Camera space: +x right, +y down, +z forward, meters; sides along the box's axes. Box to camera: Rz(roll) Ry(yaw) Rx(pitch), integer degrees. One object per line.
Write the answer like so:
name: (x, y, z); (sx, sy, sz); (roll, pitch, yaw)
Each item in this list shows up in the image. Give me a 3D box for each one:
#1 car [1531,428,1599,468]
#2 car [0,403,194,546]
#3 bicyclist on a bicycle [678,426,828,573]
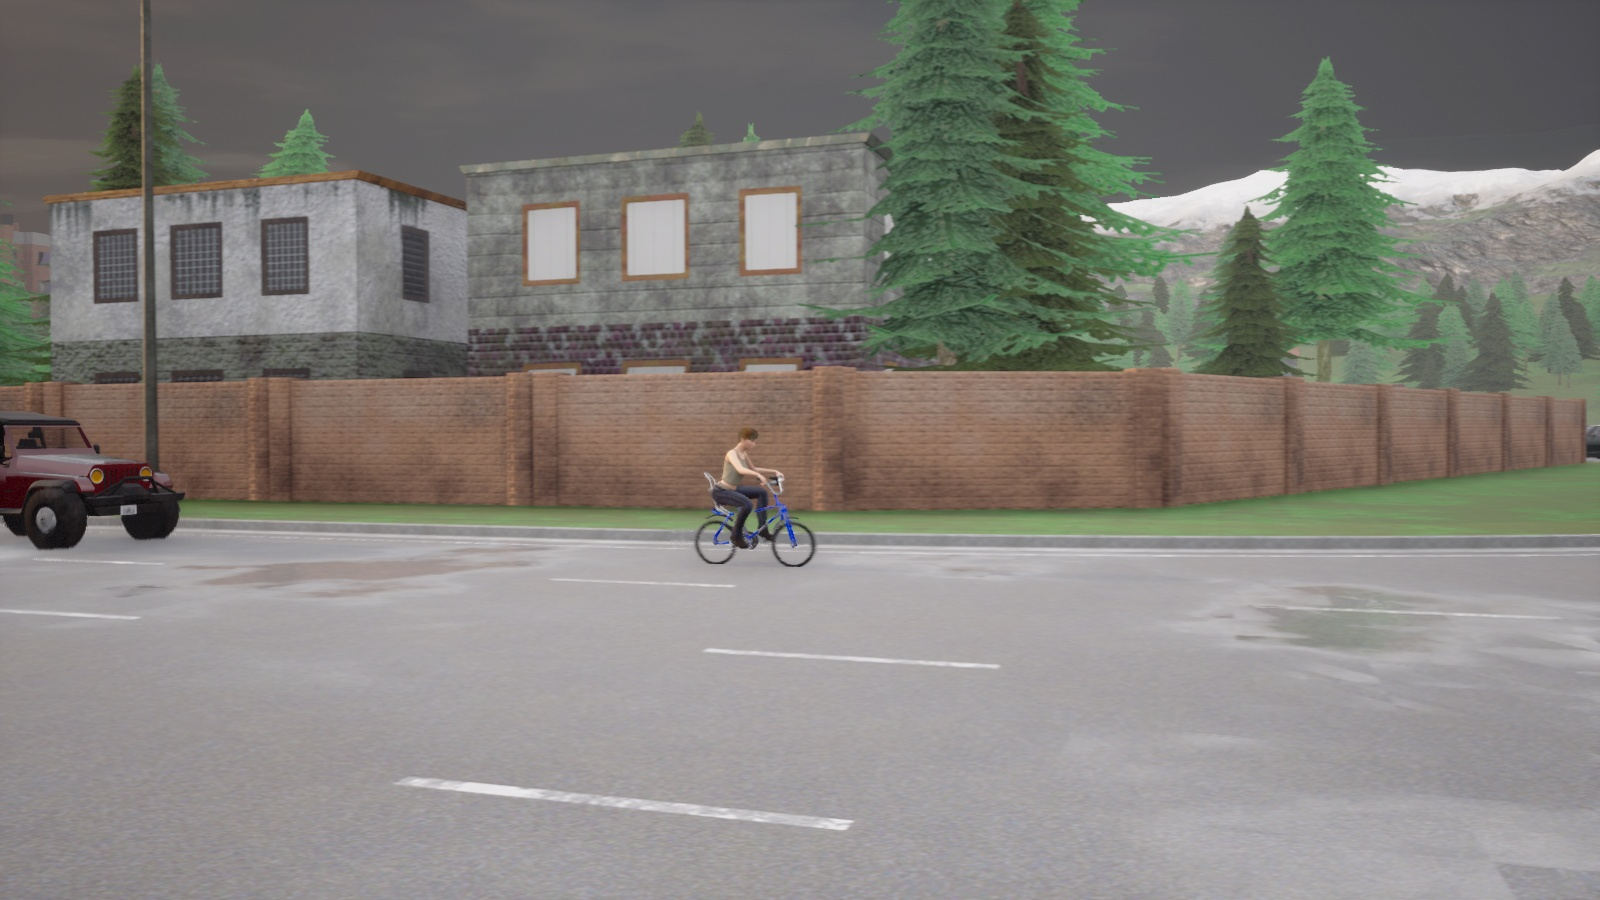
car: (36.105, -0.094, 57.147); (4.553, 1.767, 2.097); (1, 1, 19)
car: (-10.946, 0.294, 17.949); (3.866, 1.878, 1.905); (1, 1, 19)
bicyclist on a bicycle: (-0.527, 0.530, 14.451); (1.509, 1.612, 0.866); (1, 1, 19)
